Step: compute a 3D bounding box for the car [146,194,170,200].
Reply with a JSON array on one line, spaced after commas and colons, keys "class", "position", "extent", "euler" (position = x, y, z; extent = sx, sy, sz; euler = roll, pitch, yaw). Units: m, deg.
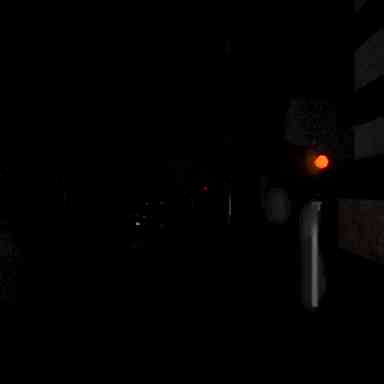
[{"class": "car", "position": [-4.133, 1.211, 39.612], "extent": [2.150, 2.045, 5.566], "euler": [0, 0, 0]}]

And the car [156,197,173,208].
[{"class": "car", "position": [-4.114, 1.534, 50.256], "extent": [2.033, 1.411, 5.357], "euler": [0, 0, 1]}]

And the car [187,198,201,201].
[{"class": "car", "position": [0.067, 1.466, 42.311], "extent": [1.882, 1.535, 5.008], "euler": [0, 0, 0]}]

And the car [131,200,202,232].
[{"class": "car", "position": [-1.388, 1.500, 20.211], "extent": [1.837, 1.490, 4.892], "euler": [4, 3, 43]}]
